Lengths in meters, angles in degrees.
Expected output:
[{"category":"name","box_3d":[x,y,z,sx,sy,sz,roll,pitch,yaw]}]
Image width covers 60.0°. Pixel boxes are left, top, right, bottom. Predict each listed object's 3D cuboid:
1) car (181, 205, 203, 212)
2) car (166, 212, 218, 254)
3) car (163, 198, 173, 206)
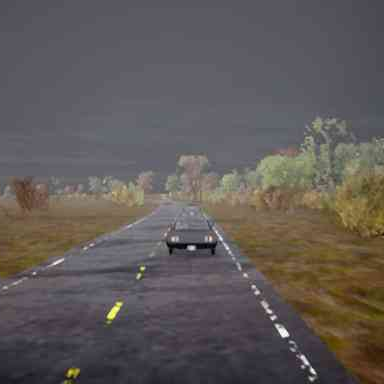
[{"category":"car","box_3d":[-0.018,1.813,28.993,2.033,1.411,5.357,0,0,0]},{"category":"car","box_3d":[-0.004,1.731,14.106,1.895,1.301,4.718,0,0,0]},{"category":"car","box_3d":[-5.101,2.019,71.577,2.097,1.767,4.553,0,-1,-5]}]
